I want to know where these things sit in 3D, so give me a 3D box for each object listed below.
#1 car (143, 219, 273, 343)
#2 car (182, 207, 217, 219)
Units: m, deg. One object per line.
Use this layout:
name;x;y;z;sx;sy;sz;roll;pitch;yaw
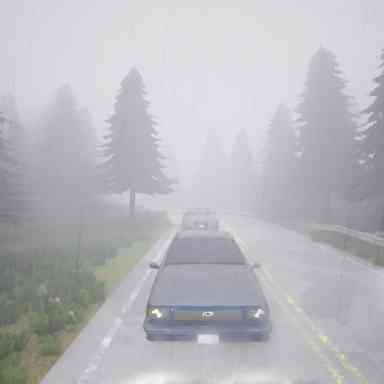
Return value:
car;0.255;1.557;7.059;2.033;1.411;5.357;0;0;1
car;0.411;1.584;19.144;1.994;1.385;4.181;0;0;-2
